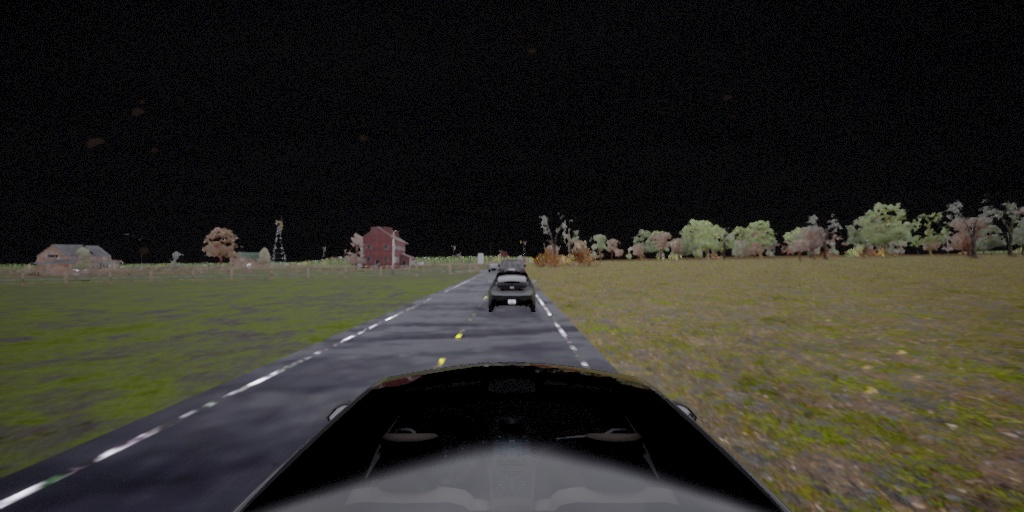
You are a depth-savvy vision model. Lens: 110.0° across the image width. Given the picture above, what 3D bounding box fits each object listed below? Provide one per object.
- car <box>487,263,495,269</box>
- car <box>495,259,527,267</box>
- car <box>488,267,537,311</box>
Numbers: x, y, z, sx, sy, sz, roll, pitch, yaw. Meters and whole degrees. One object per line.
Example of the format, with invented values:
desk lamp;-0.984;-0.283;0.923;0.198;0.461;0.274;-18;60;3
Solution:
car;-2.776;1.846;56.268;1.837;1.490;4.892;0;-1;0
car;0.003;1.271;29.411;2.150;2.045;5.566;0;0;0
car;0.013;1.402;15.310;1.837;1.490;4.892;0;0;0
